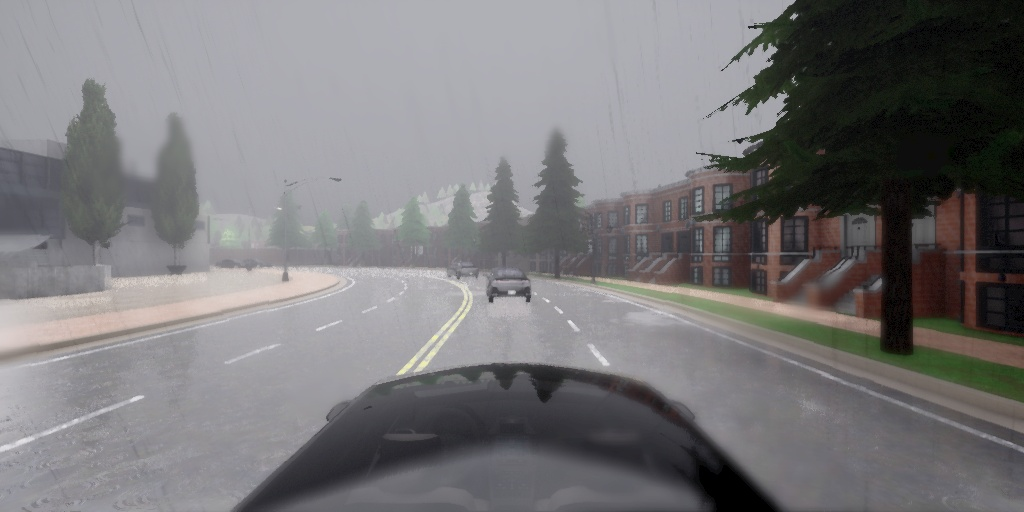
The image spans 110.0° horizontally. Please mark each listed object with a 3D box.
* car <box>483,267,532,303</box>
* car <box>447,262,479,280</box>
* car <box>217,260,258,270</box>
[{"bbox_3d":[-0.260,1.242,16.675,2.128,1.511,4.902,0,0,-6],"label":"car"},{"bbox_3d":[-4.391,1.243,31.620,2.128,1.511,4.902,0,0,-25],"label":"car"},{"bbox_3d":[-39.627,1.308,51.274,4.892,1.490,1.837,0,0,11],"label":"car"}]
